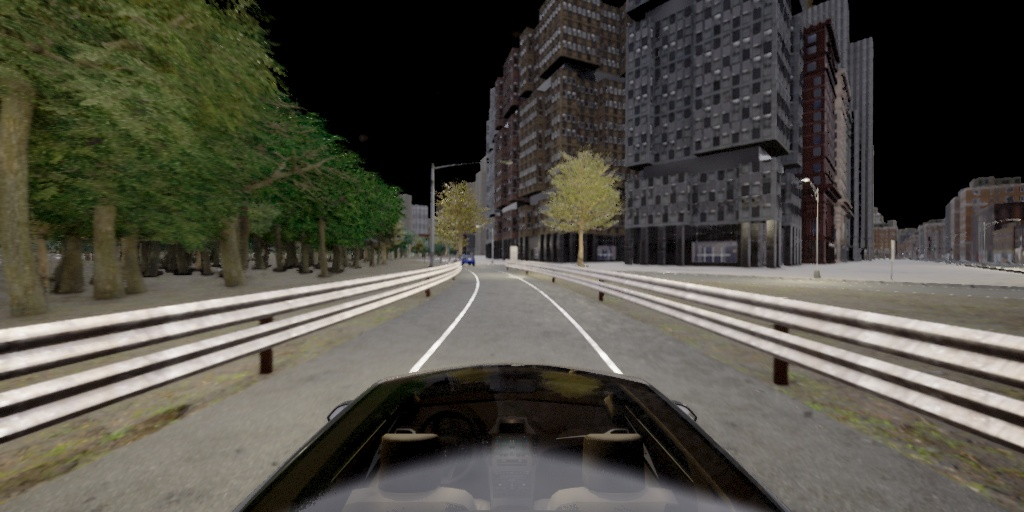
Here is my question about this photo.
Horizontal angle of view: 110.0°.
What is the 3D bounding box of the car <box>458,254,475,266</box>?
[{"bbox_3d":[-7.659,0.680,60.142,2.150,2.045,5.566,0,0,-19],"label":"car"}]
